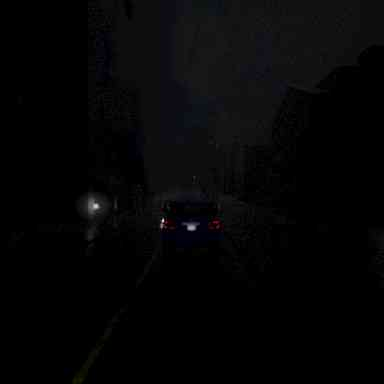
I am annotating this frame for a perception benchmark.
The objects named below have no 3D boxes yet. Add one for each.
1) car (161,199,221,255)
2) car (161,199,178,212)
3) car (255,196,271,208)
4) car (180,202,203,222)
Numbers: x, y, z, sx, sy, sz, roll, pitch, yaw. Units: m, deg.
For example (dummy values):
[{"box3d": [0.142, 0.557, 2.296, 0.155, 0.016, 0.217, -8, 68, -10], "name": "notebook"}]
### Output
[{"box3d": [-0.018, 1.323, 14.008, 2.150, 2.045, 5.566, 0, 0, 0], "name": "car"}, {"box3d": [-2.812, 1.657, 42.414, 1.837, 1.490, 4.892, 0, 0, 0], "name": "car"}, {"box3d": [12.641, 1.548, 53.112, 5.009, 1.841, 2.192, 1, 0, 0], "name": "car"}, {"box3d": [-0.035, 1.692, 29.280, 1.837, 1.490, 4.892, 0, 0, 0], "name": "car"}]
